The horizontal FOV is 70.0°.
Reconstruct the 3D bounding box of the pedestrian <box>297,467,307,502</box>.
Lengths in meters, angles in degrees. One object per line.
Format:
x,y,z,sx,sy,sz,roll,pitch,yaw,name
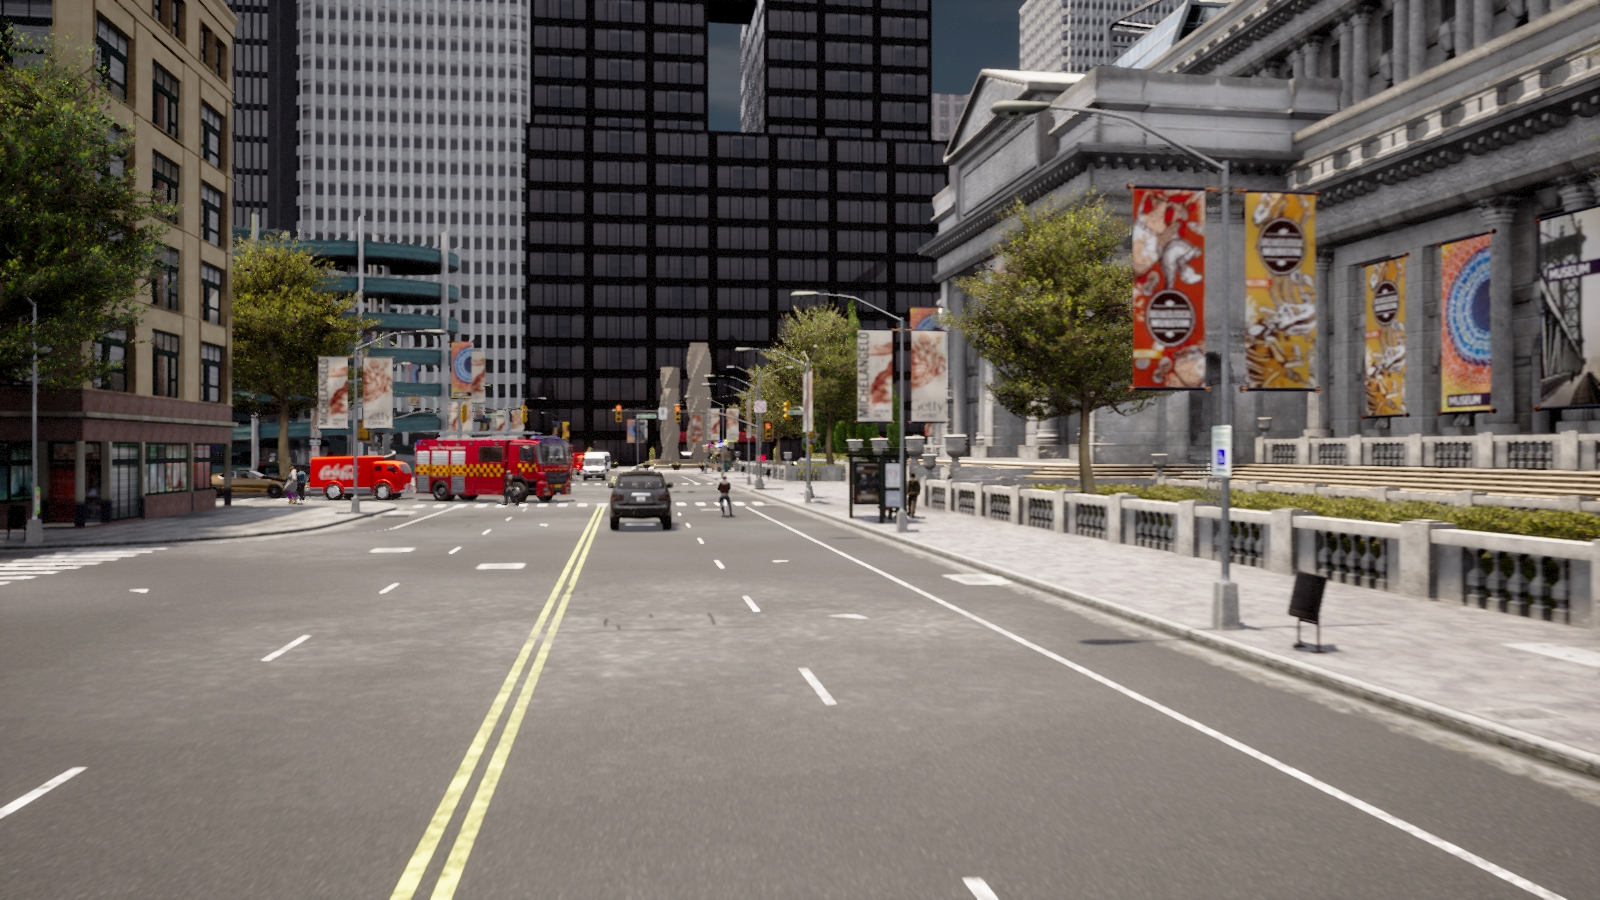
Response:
-26.859,1.855,61.618,0.375,1.860,0.375,0,0,36,pedestrian

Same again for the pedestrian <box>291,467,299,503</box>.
-26.687,1.853,60.381,0.375,1.860,0.375,0,0,-30,pedestrian

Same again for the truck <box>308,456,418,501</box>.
-24.647,1.581,64.580,5.204,2.467,2.627,0,0,2,truck

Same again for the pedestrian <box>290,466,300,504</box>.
-24.546,1.702,55.502,0.375,1.860,0.375,0,0,-15,pedestrian

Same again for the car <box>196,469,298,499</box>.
-32.601,2.000,67.504,5.027,1.651,2.152,0,0,-9,car

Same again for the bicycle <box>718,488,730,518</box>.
-3.192,2.211,47.768,0.329,1.171,1.835,0,0,-9,bicycle

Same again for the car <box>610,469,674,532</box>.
-5.793,1.781,41.787,2.150,2.045,5.566,0,0,-8,car

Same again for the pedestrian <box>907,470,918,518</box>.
4.337,1.695,44.137,0.375,1.860,0.375,0,0,-2,pedestrian

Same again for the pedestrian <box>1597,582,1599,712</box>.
8.228,1.974,11.328,0.375,1.300,0.375,0,0,-6,pedestrian

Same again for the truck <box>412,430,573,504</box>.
-16.779,0.894,62.214,8.468,3.827,2.891,0,0,22,truck

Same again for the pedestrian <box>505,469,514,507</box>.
-14.305,1.850,56.247,0.375,1.860,0.375,0,0,-9,pedestrian
